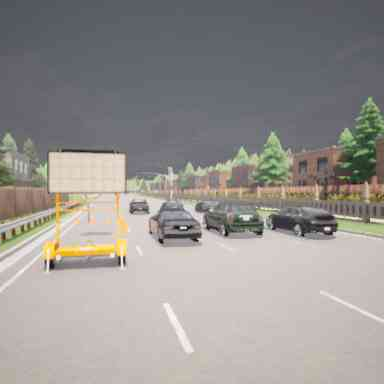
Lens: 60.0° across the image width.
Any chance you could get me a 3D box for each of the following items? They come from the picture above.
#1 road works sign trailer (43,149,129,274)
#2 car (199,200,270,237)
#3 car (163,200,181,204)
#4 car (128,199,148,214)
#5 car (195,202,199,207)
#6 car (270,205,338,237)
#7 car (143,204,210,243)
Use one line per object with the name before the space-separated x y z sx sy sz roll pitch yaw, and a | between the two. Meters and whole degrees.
road works sign trailer | -3.325 0.454 10.704 2.380 3.560 2.880 0 0 -14
car | 2.121 1.333 18.260 2.097 1.767 4.553 0 0 -14
car | -2.112 1.527 35.379 1.994 1.385 4.181 0 0 -14
car | -5.661 1.455 35.160 2.128 1.511 4.902 0 0 -14
car | 1.627 1.526 34.847 1.994 1.385 4.181 0 0 -14
car | 5.788 1.484 18.014 1.837 1.490 4.892 0 0 -14
car | -0.973 1.531 16.193 2.033 1.411 5.357 0 0 -14
